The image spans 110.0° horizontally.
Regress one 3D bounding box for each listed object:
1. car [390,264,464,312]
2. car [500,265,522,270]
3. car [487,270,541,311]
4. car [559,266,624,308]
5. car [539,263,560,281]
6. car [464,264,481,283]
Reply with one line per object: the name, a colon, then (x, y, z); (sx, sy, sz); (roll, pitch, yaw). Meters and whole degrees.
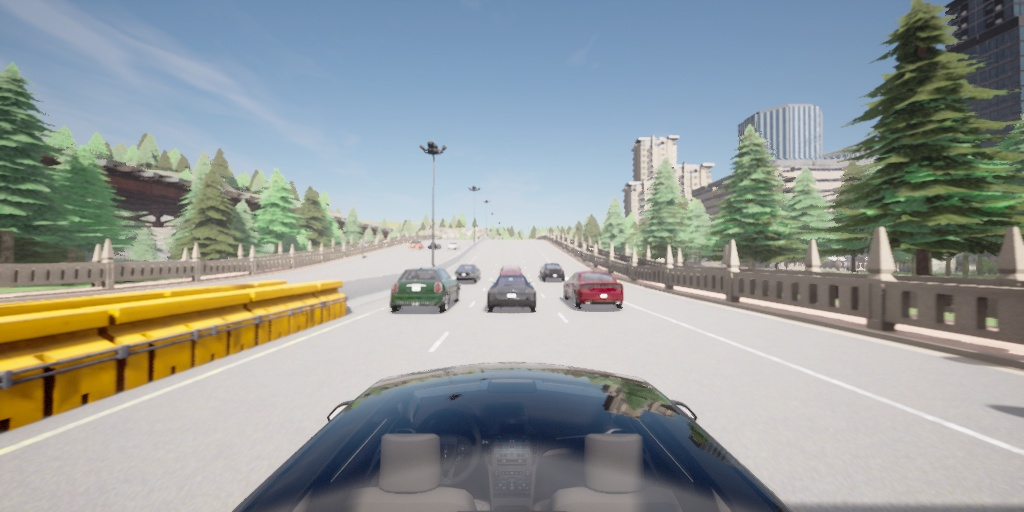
car: (-3.504, 1.248, 15.261); (2.097, 1.767, 4.553); (0, -1, 0)
car: (-0.099, 1.388, 30.025); (1.895, 1.301, 4.718); (0, 2, 0)
car: (-0.003, 1.462, 15.323); (1.994, 1.385, 4.181); (0, -1, 0)
car: (3.498, 1.384, 16.107); (1.882, 1.535, 5.008); (0, 0, 0)
car: (3.404, 1.291, 30.662); (1.812, 1.442, 4.674); (0, 2, 0)
car: (-3.600, 1.358, 29.279); (2.033, 1.411, 5.357); (0, 2, 0)
